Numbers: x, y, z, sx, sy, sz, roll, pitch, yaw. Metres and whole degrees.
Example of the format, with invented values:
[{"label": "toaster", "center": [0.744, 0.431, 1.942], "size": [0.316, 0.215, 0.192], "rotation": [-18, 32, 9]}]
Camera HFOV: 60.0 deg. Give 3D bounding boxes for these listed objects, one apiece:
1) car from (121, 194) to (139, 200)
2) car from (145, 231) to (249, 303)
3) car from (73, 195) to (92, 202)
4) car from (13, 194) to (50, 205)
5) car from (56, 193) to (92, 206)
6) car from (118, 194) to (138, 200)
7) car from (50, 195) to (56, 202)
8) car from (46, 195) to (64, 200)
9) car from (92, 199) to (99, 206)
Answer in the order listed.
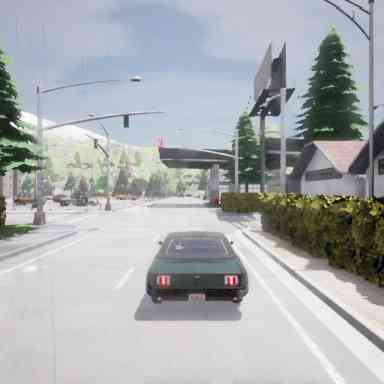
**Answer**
[{"label": "car", "center": [-16.457, 1.340, 88.064], "size": [4.514, 1.523, 2.007], "rotation": [0, 0, 0]}, {"label": "car", "center": [0.099, 1.601, 8.155], "size": [1.895, 1.301, 4.718], "rotation": [0, 0, 0]}, {"label": "car", "center": [-23.999, 1.320, 73.041], "size": [3.633, 1.501, 1.845], "rotation": [0, 0, 0]}, {"label": "car", "center": [-24.633, 1.097, 50.588], "size": [4.605, 1.855, 1.932], "rotation": [0, 0, 0]}, {"label": "car", "center": [-16.747, 1.077, 47.343], "size": [3.866, 1.878, 1.905], "rotation": [0, 0, 0]}, {"label": "car", "center": [-16.388, 1.330, 84.927], "size": [5.027, 1.636, 2.152], "rotation": [0, 0, 0]}, {"label": "car", "center": [-23.988, 1.298, 63.048], "size": [4.514, 1.523, 2.007], "rotation": [0, 0, 0]}, {"label": "car", "center": [-35.054, 1.384, 84.975], "size": [3.806, 1.475, 1.970], "rotation": [0, 0, 0]}, {"label": "car", "center": [-16.154, 1.361, 50.671], "size": [3.806, 1.475, 1.970], "rotation": [0, 0, 0]}]
